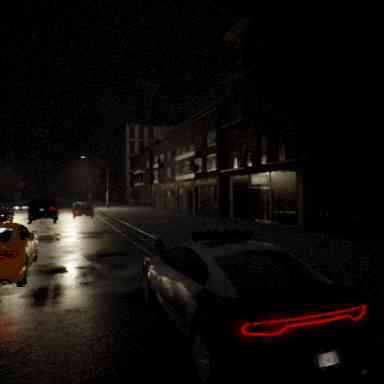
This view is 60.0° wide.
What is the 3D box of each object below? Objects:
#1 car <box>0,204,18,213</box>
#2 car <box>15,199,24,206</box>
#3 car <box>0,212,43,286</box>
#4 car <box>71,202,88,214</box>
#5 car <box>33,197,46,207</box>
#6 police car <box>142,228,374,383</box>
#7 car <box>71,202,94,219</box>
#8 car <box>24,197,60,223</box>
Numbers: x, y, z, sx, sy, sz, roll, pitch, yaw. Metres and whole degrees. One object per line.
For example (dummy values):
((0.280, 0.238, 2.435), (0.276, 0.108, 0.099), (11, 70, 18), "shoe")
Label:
((-15.802, 1.894, 27.127), (1.895, 1.301, 4.718), (0, 0, -20), "car")
((-33.316, 2.106, 65.147), (2.033, 1.411, 5.357), (0, 0, -20), "car")
((-5.509, 1.580, 9.364), (1.882, 1.535, 5.008), (0, 0, -20), "car")
((-14.270, 1.964, 42.058), (1.895, 1.301, 4.718), (0, 0, -20), "car")
((-30.137, 1.909, 65.920), (2.097, 1.767, 4.553), (0, 0, -20), "car")
((0.433, 1.453, 5.686), (1.930, 1.638, 5.238), (0, 0, -20), "police car")
((-10.689, 1.879, 32.522), (1.895, 1.301, 4.718), (0, 0, -20), "car")
((-12.461, 1.489, 28.034), (2.150, 2.045, 5.566), (0, 0, -21), "car")
